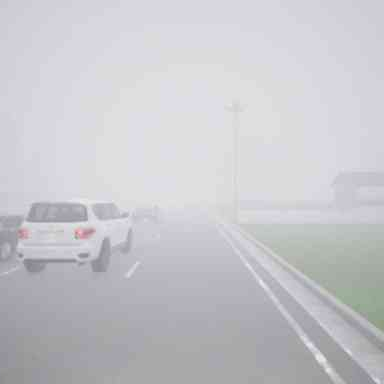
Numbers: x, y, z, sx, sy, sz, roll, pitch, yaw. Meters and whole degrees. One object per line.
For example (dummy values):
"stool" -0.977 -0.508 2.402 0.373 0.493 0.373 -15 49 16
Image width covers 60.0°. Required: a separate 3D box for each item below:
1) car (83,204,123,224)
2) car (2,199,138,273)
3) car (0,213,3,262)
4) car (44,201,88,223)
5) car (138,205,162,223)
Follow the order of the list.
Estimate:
"car" -6.935 1.699 26.485 1.895 1.301 4.718 0 0 0
"car" -3.451 1.255 10.934 2.150 2.045 5.566 0 -1 1
"car" -6.934 1.548 12.220 1.837 1.490 4.892 0 -1 0
"car" -10.428 1.610 28.015 1.837 1.490 4.892 0 0 0
"car" -3.435 1.699 26.485 1.895 1.301 4.718 0 0 0
